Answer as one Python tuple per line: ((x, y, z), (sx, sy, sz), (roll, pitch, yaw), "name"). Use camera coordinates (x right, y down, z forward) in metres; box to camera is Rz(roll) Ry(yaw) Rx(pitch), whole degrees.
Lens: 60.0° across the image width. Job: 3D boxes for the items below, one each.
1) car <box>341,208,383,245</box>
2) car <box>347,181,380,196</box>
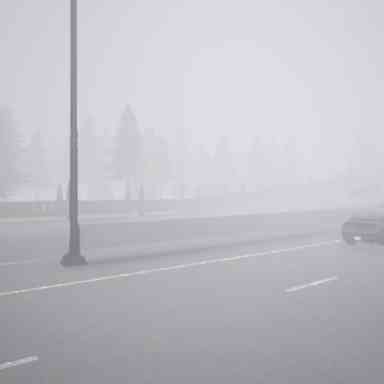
((8.254, 1.450, 14.058), (4.892, 1.490, 1.837), (-2, 1, -35), "car")
((20.613, -0.467, 39.939), (5.008, 1.535, 1.882), (-9, 5, -35), "car")
